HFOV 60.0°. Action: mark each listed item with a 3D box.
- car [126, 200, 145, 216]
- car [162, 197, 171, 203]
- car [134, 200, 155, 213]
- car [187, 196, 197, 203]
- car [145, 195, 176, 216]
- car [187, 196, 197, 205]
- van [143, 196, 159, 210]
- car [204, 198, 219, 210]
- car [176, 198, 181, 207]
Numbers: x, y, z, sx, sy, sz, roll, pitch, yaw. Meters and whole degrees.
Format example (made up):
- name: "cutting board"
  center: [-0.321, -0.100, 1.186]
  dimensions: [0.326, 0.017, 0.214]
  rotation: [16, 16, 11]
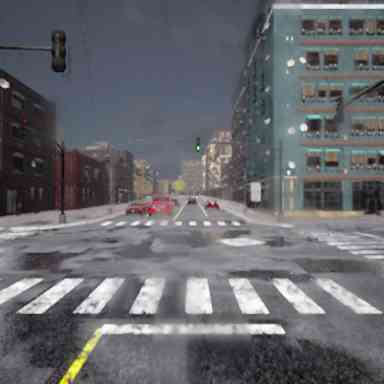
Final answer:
- name: "car"
  center: [-5.750, 1.664, 34.704]
  dimensions: [1.887, 1.381, 4.507]
  rotation: [1, 0, 0]
- name: "car"
  center: [-5.671, 1.838, 74.506]
  dimensions: [1.802, 1.307, 4.206]
  rotation: [1, 0, 0]
- name: "car"
  center: [-5.673, 1.683, 40.386]
  dimensions: [1.887, 1.381, 4.507]
  rotation: [1, 0, 0]
- name: "car"
  center: [0.006, 1.635, 72.800]
  dimensions: [1.994, 1.385, 4.181]
  rotation: [0, 0, 0]
- name: "car"
  center: [-3.102, 1.336, 33.900]
  dimensions: [2.150, 2.045, 5.566]
  rotation: [0, 0, 0]
- name: "car"
  center: [0.005, 1.761, 62.373]
  dimensions: [2.033, 1.411, 5.357]
  rotation: [0, 0, 0]
- name: "van"
  center: [-5.669, 1.499, 46.074]
  dimensions: [1.690, 1.788, 3.998]
  rotation: [1, 0, 0]
- name: "car"
  center: [2.709, 1.598, 46.133]
  dimensions: [1.967, 1.590, 4.097]
  rotation: [1, 0, 0]
- name: "car"
  center: [-3.030, 1.714, 55.100]
  dimensions: [1.812, 1.442, 4.674]
  rotation: [0, 0, 0]
